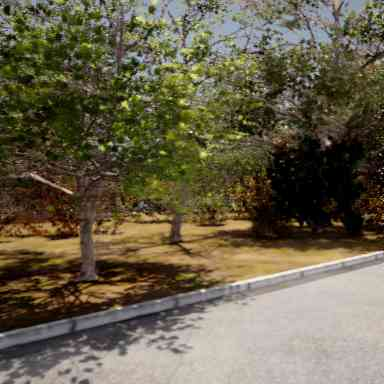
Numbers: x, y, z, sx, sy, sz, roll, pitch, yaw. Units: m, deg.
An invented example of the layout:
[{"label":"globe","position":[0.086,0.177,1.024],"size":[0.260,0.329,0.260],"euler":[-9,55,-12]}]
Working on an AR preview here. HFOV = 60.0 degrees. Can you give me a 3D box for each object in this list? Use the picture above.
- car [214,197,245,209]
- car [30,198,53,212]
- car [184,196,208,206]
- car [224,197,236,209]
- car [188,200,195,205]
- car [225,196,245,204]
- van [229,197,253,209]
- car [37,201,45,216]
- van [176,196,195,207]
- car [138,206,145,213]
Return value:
[{"label":"car","position":[6.638,1.929,59.484],"size":[2.435,2.045,5.566],"euler":[-1,0,-35]},{"label":"car","position":[-24.302,2.035,53.562],"size":[2.435,2.045,5.566],"euler":[0,0,-35]},{"label":"car","position":[0.814,1.908,71.464],"size":[2.435,2.045,5.566],"euler":[-1,0,-35]},{"label":"car","position":[4.344,1.951,57.919],"size":[2.435,2.045,5.566],"euler":[0,0,-35]},{"label":"car","position":[-0.181,2.270,54.695],"size":[2.163,1.488,4.792],"euler":[0,0,-35]},{"label":"car","position":[9.980,1.926,77.925],"size":[2.185,1.767,4.553],"euler":[-1,0,-35]},{"label":"van","position":[8.950,1.929,61.023],"size":[1.878,1.987,4.442],"euler":[-1,0,-35]},{"label":"car","position":[-18.228,2.319,41.759],"size":[2.163,1.488,4.792],"euler":[0,0,-35]},{"label":"van","position":[-1.382,1.959,69.721],"size":[1.878,1.987,4.442],"euler":[0,0,-35]},{"label":"car","position":[-6.948,2.268,49.842],"size":[2.231,1.521,4.892],"euler":[0,0,-35]}]
